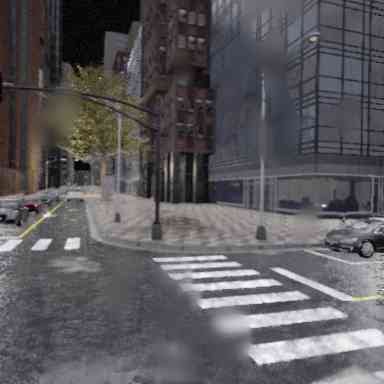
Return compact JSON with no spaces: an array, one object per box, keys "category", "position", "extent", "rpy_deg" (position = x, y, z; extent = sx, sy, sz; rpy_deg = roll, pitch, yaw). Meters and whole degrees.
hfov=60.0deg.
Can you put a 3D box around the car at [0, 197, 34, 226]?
[{"category":"car","position":[-10.834,1.206,19.492],"extent":[1.994,1.385,4.181],"rpy_deg":[1,1,-18]}]

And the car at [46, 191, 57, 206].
[{"category":"car","position":[-16.798,0.913,37.665],"extent":[1.895,1.301,4.718],"rpy_deg":[1,1,-18]}]

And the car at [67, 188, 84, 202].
[{"category":"car","position":[-17.117,0.372,48.900],"extent":[2.150,2.045,5.566],"rpy_deg":[1,1,-18]}]

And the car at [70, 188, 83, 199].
[{"category":"car","position":[-20.512,0.278,59.000],"extent":[2.097,1.767,4.553],"rpy_deg":[1,1,-18]}]

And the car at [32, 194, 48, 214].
[{"category":"car","position":[-13.577,1.096,27.845],"extent":[1.895,1.301,4.718],"rpy_deg":[1,1,-18]}]

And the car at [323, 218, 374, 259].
[{"category":"car","position":[7.170,1.679,12.819],"extent":[4.403,1.369,2.008],"rpy_deg":[1,0,-18]}]

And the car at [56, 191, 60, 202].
[{"category":"car","position":[-19.994,0.606,47.555],"extent":[2.128,1.511,4.902],"rpy_deg":[1,1,-18]}]

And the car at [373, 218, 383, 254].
[{"category":"car","position":[8.439,1.670,10.428],"extent":[4.892,1.490,1.837],"rpy_deg":[1,0,-18]}]
